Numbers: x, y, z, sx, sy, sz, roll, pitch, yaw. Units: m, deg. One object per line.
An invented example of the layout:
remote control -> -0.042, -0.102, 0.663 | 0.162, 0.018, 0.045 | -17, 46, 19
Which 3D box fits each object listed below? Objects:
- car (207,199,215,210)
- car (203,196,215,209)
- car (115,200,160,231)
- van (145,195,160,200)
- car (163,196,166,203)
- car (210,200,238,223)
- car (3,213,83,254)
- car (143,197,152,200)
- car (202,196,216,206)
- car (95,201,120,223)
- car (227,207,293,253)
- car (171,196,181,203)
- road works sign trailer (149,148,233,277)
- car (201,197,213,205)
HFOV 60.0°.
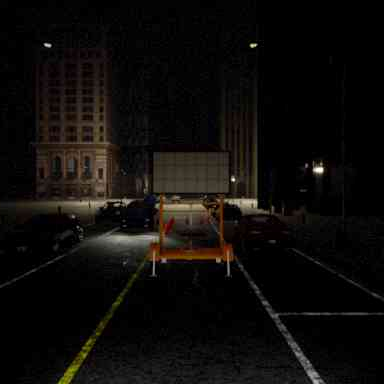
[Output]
car -> 2.683, 1.558, 30.446 | 1.947, 1.339, 4.313 | 0, 0, 0
car -> 2.654, 1.509, 41.898 | 1.752, 1.417, 4.829 | 0, 0, 0
car -> -3.153, 1.474, 20.751 | 1.882, 1.535, 5.008 | 0, 0, 0
van -> -5.885, 1.320, 47.346 | 1.690, 1.788, 3.998 | 0, 0, 0
car -> -5.928, 1.512, 64.269 | 2.008, 1.369, 4.403 | 0, 0, 0
car -> 2.698, 1.545, 24.806 | 2.008, 1.369, 4.403 | 0, 0, 0
car -> -5.799, 1.564, 13.500 | 1.947, 1.339, 4.313 | 0, 0, 0
car -> -5.856, 1.554, 36.064 | 1.947, 1.339, 4.313 | 0, 0, 0
car -> 2.626, 1.413, 53.010 | 1.967, 1.590, 4.097 | 0, 0, 0
car -> -5.828, 1.435, 24.782 | 1.967, 1.590, 4.097 | 0, 0, 0
car -> 2.726, 1.543, 13.525 | 1.887, 1.381, 4.507 | 0, 0, 0
car -> -3.174, 1.506, 68.137 | 2.033, 1.411, 5.357 | 0, 0, 0
road works sign trailer -> -0.026, 0.463, 10.253 | 2.380, 3.560, 2.880 | 0, 0, 0
car -> 2.612, 1.518, 58.651 | 2.008, 1.369, 4.403 | 0, 0, 0
